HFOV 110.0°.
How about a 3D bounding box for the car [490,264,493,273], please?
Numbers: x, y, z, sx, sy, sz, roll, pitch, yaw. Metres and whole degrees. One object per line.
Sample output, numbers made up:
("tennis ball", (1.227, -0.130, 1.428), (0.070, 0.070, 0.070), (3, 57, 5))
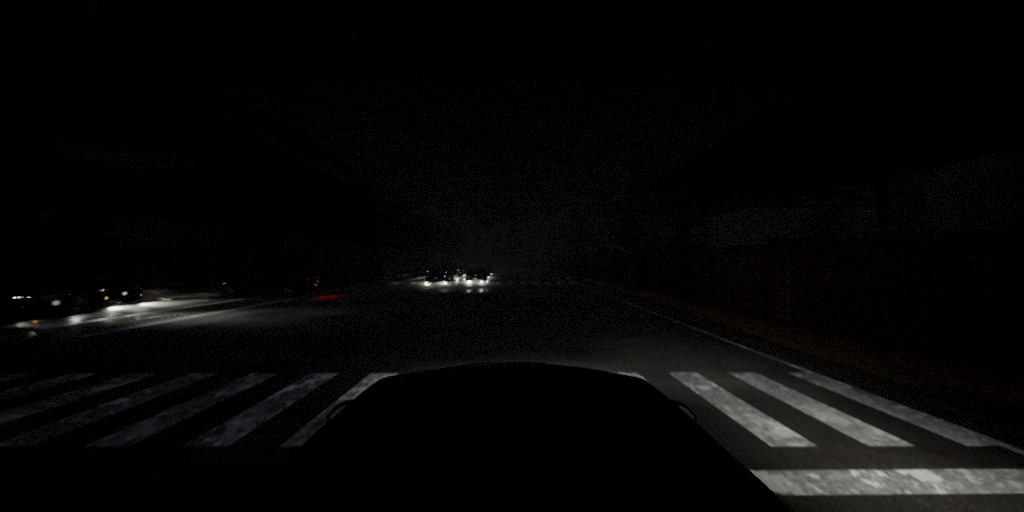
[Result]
("car", (-3.732, 1.793, 45.506), (1.812, 1.442, 4.674), (0, -1, -1))

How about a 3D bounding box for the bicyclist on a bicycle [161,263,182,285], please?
("bicyclist on a bicycle", (-25.480, 1.347, 26.859), (0.582, 1.620, 1.656), (0, 0, -1))

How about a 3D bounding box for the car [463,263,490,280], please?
("car", (-3.582, 1.730, 36.974), (1.994, 1.385, 4.181), (0, -1, -1))

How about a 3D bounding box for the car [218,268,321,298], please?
("car", (-13.335, 1.441, 19.821), (5.008, 1.535, 1.882), (0, -1, -1))

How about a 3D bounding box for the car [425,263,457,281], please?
("car", (-7.054, 1.498, 35.221), (2.097, 1.767, 4.553), (0, -1, -1))

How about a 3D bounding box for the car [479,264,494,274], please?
("car", (-3.884, 1.940, 56.133), (2.033, 1.411, 5.357), (0, -1, -1))

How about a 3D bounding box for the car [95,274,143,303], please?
("car", (-19.216, 1.482, 15.940), (4.181, 1.385, 1.994), (0, -1, -1))

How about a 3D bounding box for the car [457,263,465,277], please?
("car", (-7.209, 1.601, 43.956), (2.097, 1.767, 4.553), (0, -1, -1))

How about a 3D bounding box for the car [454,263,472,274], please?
("car", (-7.362, 1.861, 54.165), (2.128, 1.511, 4.902), (0, -1, -1))

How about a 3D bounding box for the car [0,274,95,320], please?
("car", (-18.305, 1.368, 12.450), (4.902, 1.511, 2.128), (0, -1, -1))
